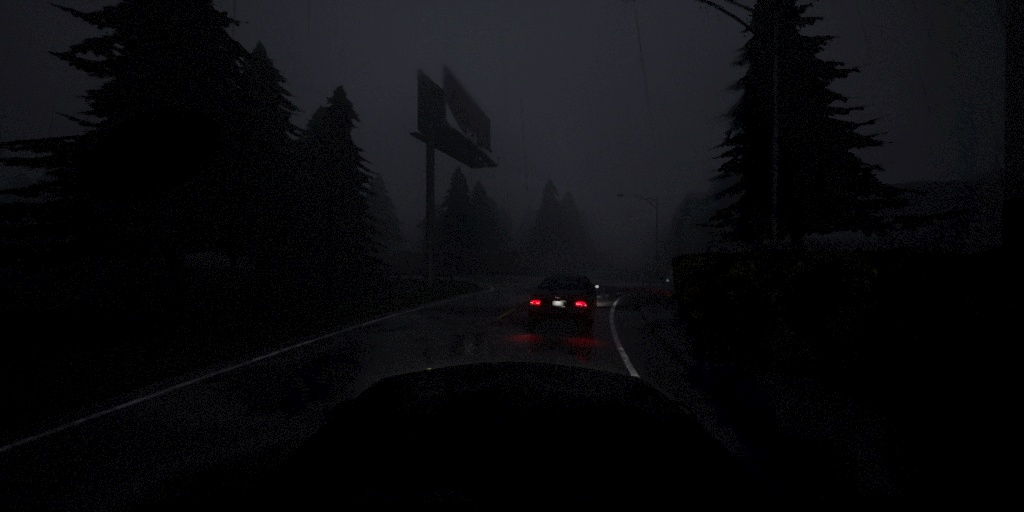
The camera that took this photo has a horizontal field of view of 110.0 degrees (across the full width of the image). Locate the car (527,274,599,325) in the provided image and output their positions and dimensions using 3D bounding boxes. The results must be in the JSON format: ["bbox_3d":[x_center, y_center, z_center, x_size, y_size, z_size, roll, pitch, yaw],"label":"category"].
[{"bbox_3d":[1.820,1.290,11.847,2.033,1.411,5.357,0,0,14],"label":"car"}]

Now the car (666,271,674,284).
[{"bbox_3d":[11.801,1.169,21.547,4.674,1.442,1.812,-2,-2,9],"label":"car"}]
